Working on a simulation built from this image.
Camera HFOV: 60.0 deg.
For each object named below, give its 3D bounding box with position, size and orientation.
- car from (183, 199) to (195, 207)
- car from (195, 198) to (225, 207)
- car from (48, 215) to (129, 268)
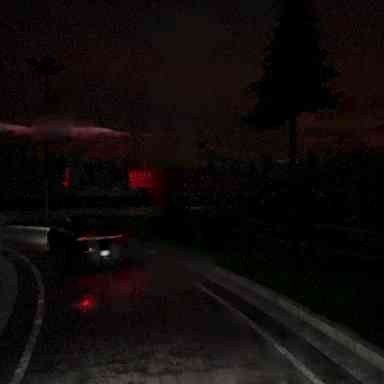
[{"bbox_3d":[1.056,1.812,57.872,5.357,1.411,2.033,0,0,-36],"label":"car"},{"bbox_3d":[3.308,1.854,55.202,4.718,1.301,1.895,0,0,-37],"label":"car"},{"bbox_3d":[-3.764,1.545,11.606,2.128,1.511,4.902,0,0,-32],"label":"car"}]
